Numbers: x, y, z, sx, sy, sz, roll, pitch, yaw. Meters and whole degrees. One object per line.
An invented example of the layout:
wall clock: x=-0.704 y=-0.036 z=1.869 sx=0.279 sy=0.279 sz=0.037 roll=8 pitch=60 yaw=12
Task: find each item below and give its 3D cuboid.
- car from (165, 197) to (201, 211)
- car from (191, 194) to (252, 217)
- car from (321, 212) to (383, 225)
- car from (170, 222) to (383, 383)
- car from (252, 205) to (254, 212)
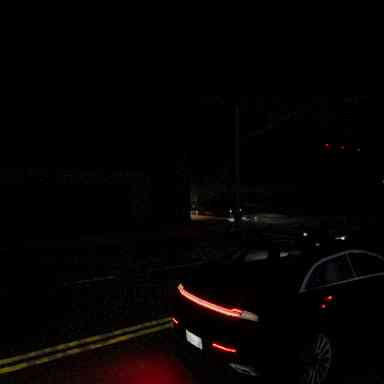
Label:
car: x=-1.243 y=1.492 z=42.265 sx=2.128 sy=1.511 sz=4.902 roll=0 pitch=0 yaw=-37
car: x=2.578 y=1.222 z=31.302 sx=2.150 sy=2.045 sz=5.566 roll=0 pitch=0 yaw=-36
car: x=6.196 y=1.526 z=12.864 sx=4.674 sy=1.442 sz=1.812 roll=0 pitch=0 yaw=-37
car: x=1.998 y=1.492 z=5.255 sx=4.902 sy=1.511 sz=2.128 roll=0 pitch=0 yaw=-35
car: x=4.295 y=1.478 z=34.845 sx=1.882 sy=1.535 sz=5.008 roll=0 pitch=0 yaw=-37
